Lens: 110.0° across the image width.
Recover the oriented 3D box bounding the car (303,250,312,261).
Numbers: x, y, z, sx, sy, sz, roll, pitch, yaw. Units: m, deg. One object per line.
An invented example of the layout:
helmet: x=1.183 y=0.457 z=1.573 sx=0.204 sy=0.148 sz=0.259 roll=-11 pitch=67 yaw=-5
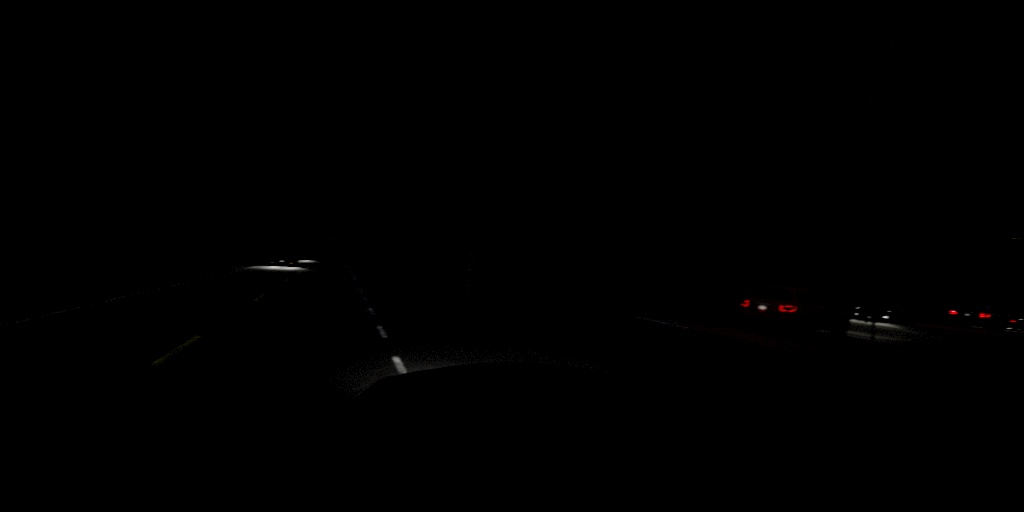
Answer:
car: x=-28.431 y=-0.149 z=48.901 sx=1.994 sy=1.385 sz=4.181 roll=4 pitch=0 yaw=-25

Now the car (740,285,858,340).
car: x=12.500 y=2.407 z=15.808 sx=5.566 sy=2.045 sz=2.150 roll=6 pitch=-2 yaw=-28

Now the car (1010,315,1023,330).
car: x=48.180 y=6.420 z=35.064 sx=4.181 sy=1.385 sz=1.994 roll=6 pitch=-2 yaw=-28

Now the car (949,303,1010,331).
car: x=39.007 y=5.086 z=30.065 sx=5.566 sy=2.045 sz=2.150 roll=6 pitch=-2 yaw=-27

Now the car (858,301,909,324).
car: x=29.266 y=4.294 z=28.363 sx=4.553 sy=1.767 sz=2.097 roll=6 pitch=-2 yaw=-28

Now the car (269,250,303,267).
car: x=-20.561 y=0.221 z=32.529 sx=1.994 sy=1.385 sz=4.181 roll=4 pitch=0 yaw=-26
